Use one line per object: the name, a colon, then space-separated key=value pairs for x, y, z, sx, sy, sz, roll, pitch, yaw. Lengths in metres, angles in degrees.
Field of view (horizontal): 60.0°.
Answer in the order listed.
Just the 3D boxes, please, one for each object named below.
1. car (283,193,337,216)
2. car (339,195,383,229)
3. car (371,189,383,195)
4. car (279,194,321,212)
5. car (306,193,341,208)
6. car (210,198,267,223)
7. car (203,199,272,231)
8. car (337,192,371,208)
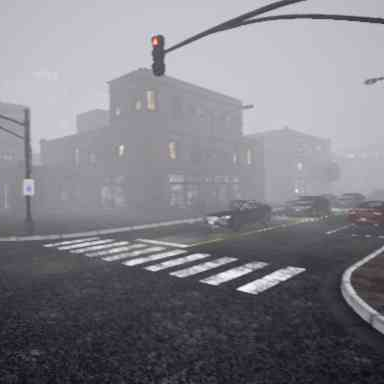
car: x=9.043 y=0.967 z=25.323 sx=1.812 sy=1.442 sz=4.674 roll=-1 pitch=1 yaw=42
car: x=9.470 y=1.082 z=17.137 sx=1.887 sy=1.381 sz=4.507 roll=0 pitch=1 yaw=42
car: x=28.314 y=0.263 z=50.608 sx=1.802 sy=1.307 sz=4.206 roll=0 pitch=1 yaw=42
car: x=9.837 y=0.912 z=30.074 sx=2.008 sy=1.369 sz=4.403 roll=0 pitch=1 yaw=42
car: x=13.532 y=0.791 z=34.181 sx=1.947 sy=1.339 sz=4.313 roll=0 pitch=1 yaw=42
car: x=3.242 y=1.187 z=22.744 sx=1.802 sy=1.307 sz=4.206 roll=0 pitch=1 yaw=42
car: x=2.565 y=1.171 z=18.128 sx=2.128 sy=1.511 sz=4.902 roll=-1 pitch=1 yaw=42
car: x=15.593 y=0.725 z=32.596 sx=1.812 sy=1.442 sz=4.674 roll=-1 pitch=1 yaw=42
